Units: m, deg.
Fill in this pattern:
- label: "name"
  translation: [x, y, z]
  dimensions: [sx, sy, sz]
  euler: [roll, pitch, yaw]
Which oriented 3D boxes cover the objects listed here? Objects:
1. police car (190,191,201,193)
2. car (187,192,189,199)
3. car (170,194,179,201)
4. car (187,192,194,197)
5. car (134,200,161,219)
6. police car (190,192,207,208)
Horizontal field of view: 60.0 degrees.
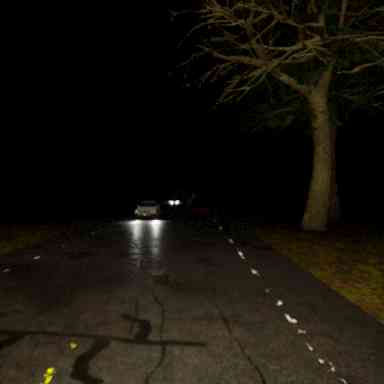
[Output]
- label: "police car"
  translation: [1.009, 1.153, 54.606]
  dimensions: [1.930, 1.638, 5.238]
  euler: [0, 0, 0]
- label: "car"
  translation: [-0.210, 0.873, 78.615]
  dimensions: [2.128, 1.511, 4.902]
  euler: [0, 1, -1]
- label: "car"
  translation: [-3.626, 1.114, 69.030]
  dimensions: [2.128, 1.511, 4.902]
  euler: [0, 1, 0]
- label: "car"
  translation: [-0.415, 0.724, 95.603]
  dimensions: [2.033, 1.411, 5.357]
  euler: [0, 1, -1]
- label: "car"
  translation: [-3.603, 1.429, 27.765]
  dimensions: [1.812, 1.442, 4.674]
  euler: [0, 0, 0]
- label: "police car"
  translation: [1.038, 1.230, 44.600]
  dimensions: [1.930, 1.638, 5.238]
  euler: [0, 0, 0]
